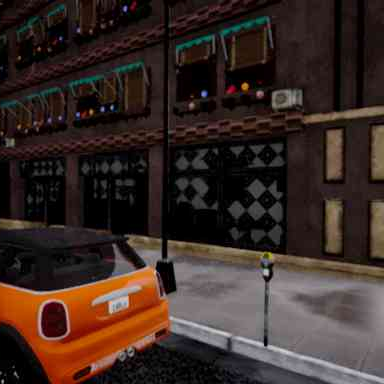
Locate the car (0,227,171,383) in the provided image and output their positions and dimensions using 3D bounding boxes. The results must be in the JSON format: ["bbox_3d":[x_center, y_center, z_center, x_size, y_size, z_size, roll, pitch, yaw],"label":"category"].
[{"bbox_3d":[-2.572,1.333,5.166,4.553,1.767,2.097,0,0,36],"label":"car"}]
